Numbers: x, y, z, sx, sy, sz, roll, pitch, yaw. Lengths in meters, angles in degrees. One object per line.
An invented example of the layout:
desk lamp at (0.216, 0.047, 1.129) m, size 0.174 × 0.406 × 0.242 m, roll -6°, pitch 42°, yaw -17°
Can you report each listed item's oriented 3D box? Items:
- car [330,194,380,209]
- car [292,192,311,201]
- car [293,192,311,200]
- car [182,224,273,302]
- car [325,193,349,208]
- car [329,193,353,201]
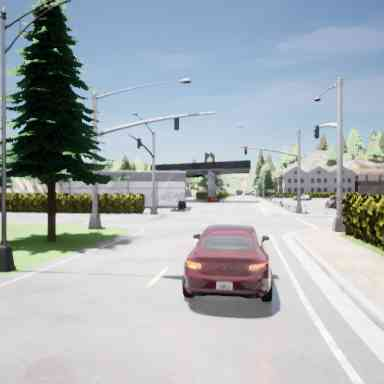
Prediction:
car at (19.087, 1.318, 38.928) m, size 4.514 × 1.523 × 2.007 m, roll 0°, pitch 0°, yaw 9°
car at (24.912, 1.319, 75.866) m, size 3.806 × 1.475 × 1.970 m, roll 0°, pitch 0°, yaw 9°
car at (26.042, 1.033, 79.052) m, size 3.866 × 1.878 × 1.905 m, roll 0°, pitch 0°, yaw 9°
car at (0.941, 1.521, 8.249) m, size 1.812 × 1.442 × 4.674 m, roll 0°, pitch 0°, yaw 9°
car at (19.533, 1.307, 42.034) m, size 5.027 × 1.636 × 2.152 m, roll 0°, pitch 0°, yaw 9°
car at (33.290, 1.056, 74.560) m, size 4.605 × 1.855 × 1.932 m, roll 0°, pitch 0°, yaw 9°
